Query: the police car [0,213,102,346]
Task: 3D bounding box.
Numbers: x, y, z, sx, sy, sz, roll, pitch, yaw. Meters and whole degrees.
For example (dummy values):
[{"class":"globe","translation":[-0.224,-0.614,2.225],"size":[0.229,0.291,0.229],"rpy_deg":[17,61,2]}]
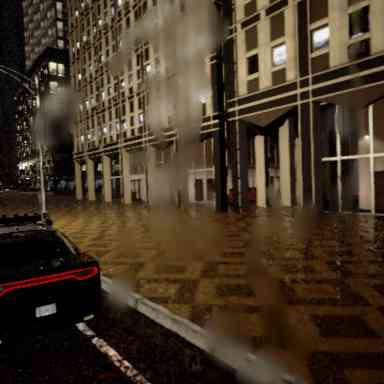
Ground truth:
[{"class":"police car","translation":[-3.442,1.251,6.225],"size":[1.930,1.638,5.238],"rpy_deg":[-3,3,-38]}]
